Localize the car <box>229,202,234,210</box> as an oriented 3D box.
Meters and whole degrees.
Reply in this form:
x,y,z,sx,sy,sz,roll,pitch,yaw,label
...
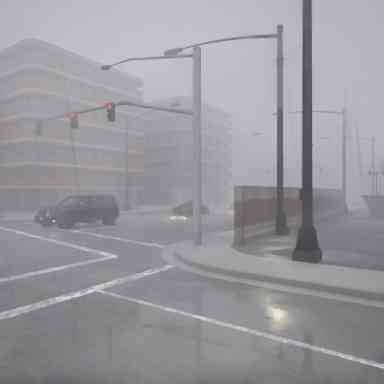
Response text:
x,y,z,sx,sy,sz,roll,pitch,yaw,label
6.391,1.531,41.581,1.812,1.442,4.674,0,0,35,car

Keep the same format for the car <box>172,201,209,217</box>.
x,y,z,sx,sy,sz,roll,pitch,yaw,label
-0.123,1.570,32.120,1.994,1.385,4.181,0,0,35,car

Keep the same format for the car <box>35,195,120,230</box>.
x,y,z,sx,sy,sz,roll,pitch,yaw,label
-7.262,1.227,21.740,2.150,2.045,5.566,0,0,34,car
